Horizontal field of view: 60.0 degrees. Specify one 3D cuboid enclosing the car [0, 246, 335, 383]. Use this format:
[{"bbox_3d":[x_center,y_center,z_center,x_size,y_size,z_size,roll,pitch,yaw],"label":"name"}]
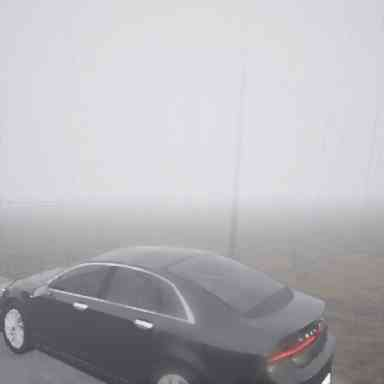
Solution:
[{"bbox_3d":[-0.736,1.513,4.488,4.892,1.490,1.837,0,0,36],"label":"car"}]
